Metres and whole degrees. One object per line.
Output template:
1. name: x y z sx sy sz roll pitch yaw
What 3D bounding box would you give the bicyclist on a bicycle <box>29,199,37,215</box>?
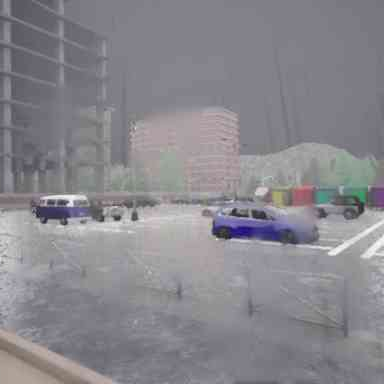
1. bicyclist on a bicycle: -16.007 1.553 33.479 1.656 1.620 0.582 -1 0 35

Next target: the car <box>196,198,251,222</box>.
1. car: 2.738 1.531 28.967 3.806 1.475 1.970 -1 0 36

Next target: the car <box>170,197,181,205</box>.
1. car: -2.288 1.798 65.666 1.882 1.535 5.008 -1 0 35

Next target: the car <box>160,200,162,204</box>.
1. car: -8.102 1.899 63.507 2.033 1.411 5.357 -1 0 35

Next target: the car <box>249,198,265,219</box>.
1. car: 4.426 1.500 31.319 3.905 1.438 1.784 -1 0 36

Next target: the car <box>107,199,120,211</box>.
1. car: -10.697 1.812 53.767 2.128 1.511 4.902 -1 0 35

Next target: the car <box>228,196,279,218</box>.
1. car: 5.948 1.289 33.530 4.605 1.855 1.932 -1 0 36

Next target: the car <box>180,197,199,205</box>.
1. car: 0.569 1.778 63.645 2.128 1.511 4.902 -1 0 35

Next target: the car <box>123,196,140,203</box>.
1. car: -15.546 1.870 85.336 1.851 1.617 3.988 -1 0 36

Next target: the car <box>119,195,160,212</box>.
1. car: -8.008 1.503 51.519 2.150 2.045 5.566 -1 0 35
